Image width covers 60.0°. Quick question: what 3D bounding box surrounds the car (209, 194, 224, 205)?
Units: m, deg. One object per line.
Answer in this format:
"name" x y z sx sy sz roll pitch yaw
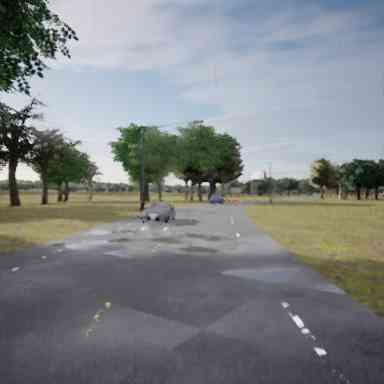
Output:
"car" 4.870 1.464 65.769 2.150 2.045 5.566 0 0 14

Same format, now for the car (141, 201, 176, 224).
"car" -2.345 1.444 24.410 2.128 1.511 4.902 0 0 6

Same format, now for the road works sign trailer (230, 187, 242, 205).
"road works sign trailer" 9.045 0.752 67.959 2.380 3.560 2.880 0 -1 15
